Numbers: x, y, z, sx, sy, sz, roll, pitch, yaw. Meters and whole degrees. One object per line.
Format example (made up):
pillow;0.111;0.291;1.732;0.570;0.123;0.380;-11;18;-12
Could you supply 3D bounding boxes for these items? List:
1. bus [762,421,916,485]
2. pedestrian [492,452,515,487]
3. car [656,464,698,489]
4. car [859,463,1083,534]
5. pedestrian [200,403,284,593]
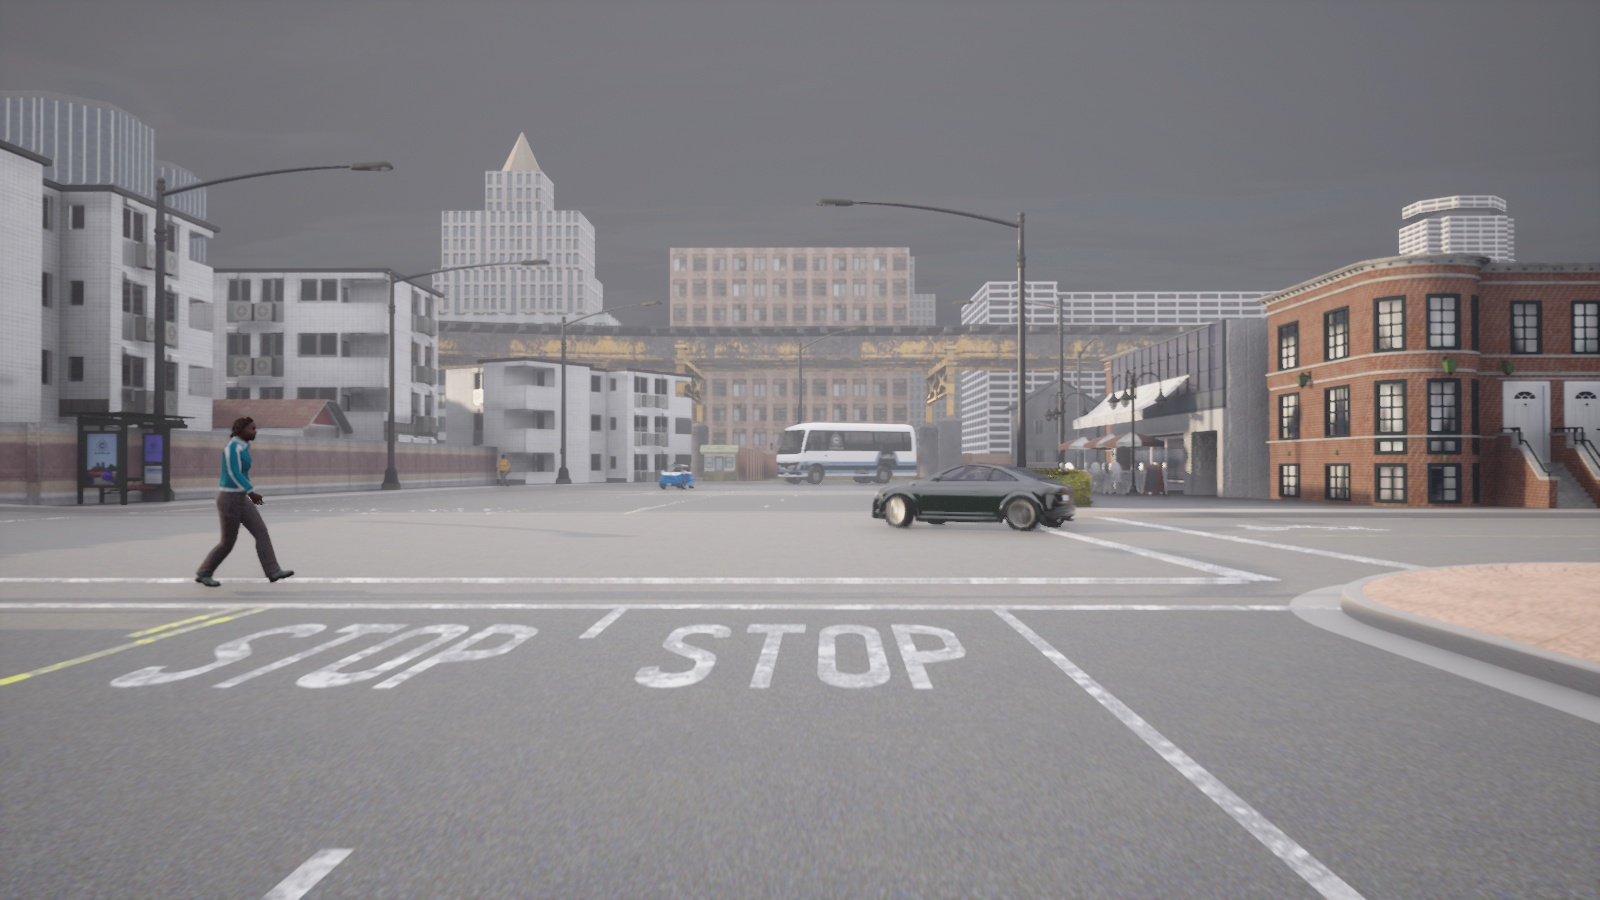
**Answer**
bus;2.765;0.258;87.130;10.273;4.253;3.944;0;-1;-32
pedestrian;-15.963;1.031;67.653;0.874;1.855;0.900;0;-1;21
car;-6.706;1.450;68.560;1.481;1.376;2.207;0;-1;20
car;3.553;0.959;26.236;4.181;1.385;1.994;0;-1;31
pedestrian;-5.785;0.492;13.029;0.692;1.930;0.396;0;-1;-3
